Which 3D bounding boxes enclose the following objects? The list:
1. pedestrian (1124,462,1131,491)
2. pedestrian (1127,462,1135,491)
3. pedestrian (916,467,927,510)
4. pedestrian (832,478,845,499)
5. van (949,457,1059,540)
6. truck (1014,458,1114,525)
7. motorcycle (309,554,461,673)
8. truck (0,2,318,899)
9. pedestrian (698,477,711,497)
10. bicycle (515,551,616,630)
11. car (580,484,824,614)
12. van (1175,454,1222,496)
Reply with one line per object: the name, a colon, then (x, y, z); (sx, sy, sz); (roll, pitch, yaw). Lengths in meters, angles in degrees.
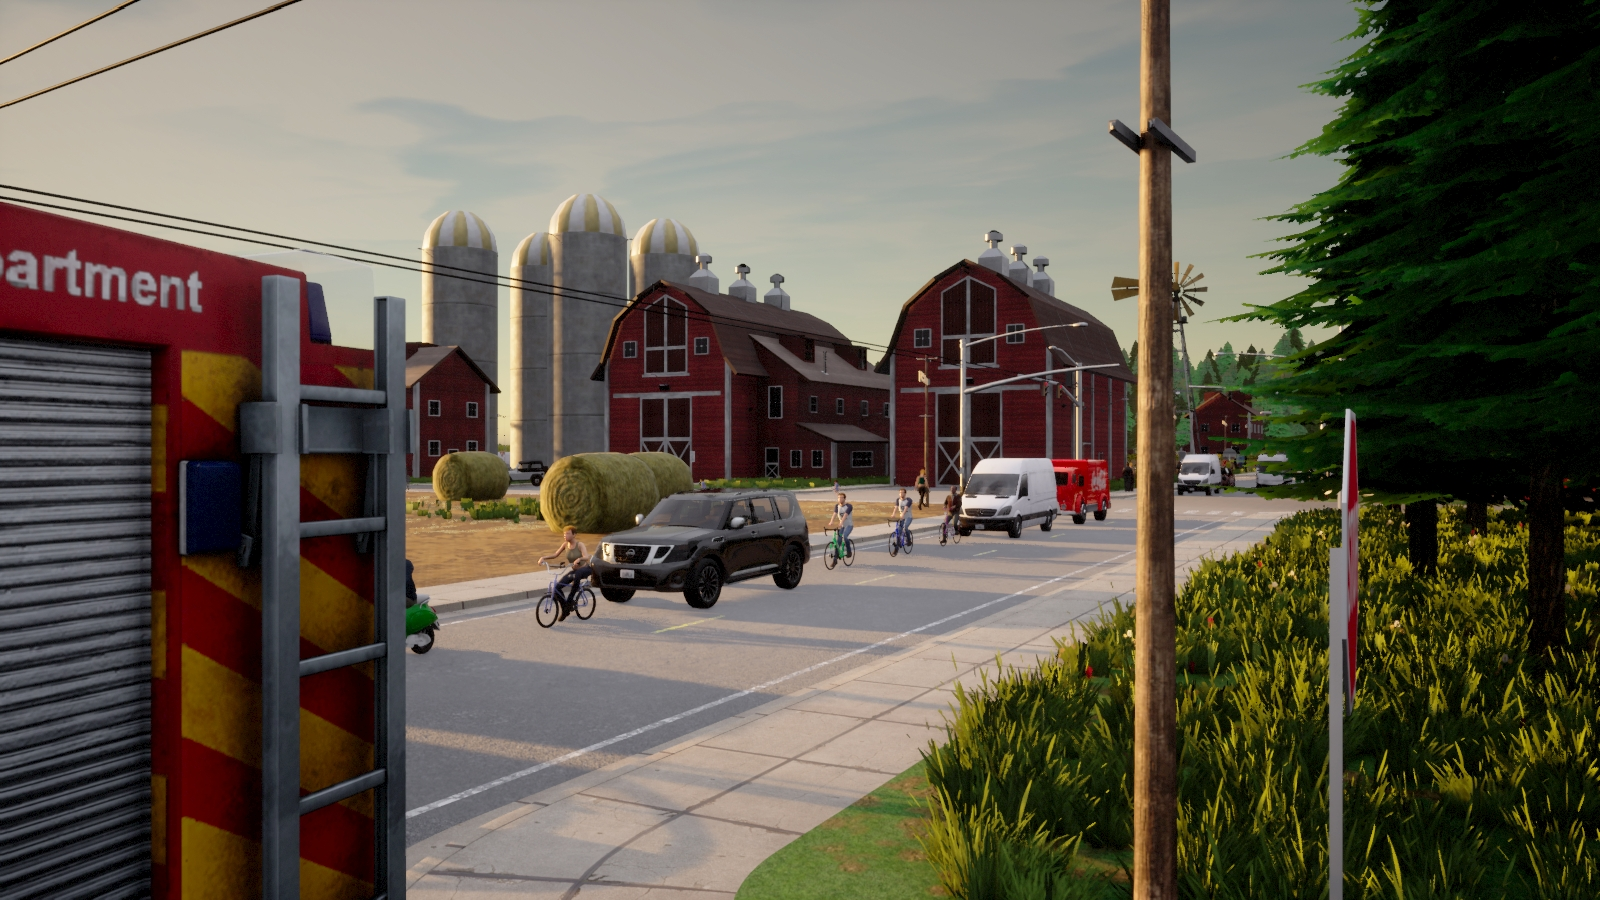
pedestrian: (20.875, 1.695, 72.900); (0.375, 1.860, 0.375); (0, 0, 24)
pedestrian: (21.264, 1.696, 73.388); (0.375, 1.860, 0.375); (0, 0, 32)
pedestrian: (5.323, 1.676, 50.111); (0.375, 1.860, 0.375); (0, 0, 25)
pedestrian: (2.030, 2.051, 60.552); (0.500, 1.100, 0.500); (0, 0, 29)
van: (7.076, 1.534, 38.960); (1.988, 2.561, 5.915); (0, 0, 28)
truck: (10.572, 1.568, 45.383); (2.627, 2.467, 5.204); (0, 0, 28)
motorcycle: (-5.533, 2.142, 15.333); (0.856, 1.316, 1.805); (0, 0, 28)
truck: (-6.009, 0.867, 3.751); (8.468, 3.827, 2.891); (0, 0, 20)
pedestrian: (-5.271, 2.052, 62.998); (0.500, 1.100, 0.500); (0, 0, 32)
bicycle: (-3.795, 2.256, 18.603); (0.859, 1.080, 1.487); (0, 0, 28)
car: (-1.722, 1.779, 22.449); (2.150, 2.045, 5.566); (0, 0, 27)
van: (25.690, 1.534, 73.536); (1.988, 2.561, 5.915); (0, 0, 28)
